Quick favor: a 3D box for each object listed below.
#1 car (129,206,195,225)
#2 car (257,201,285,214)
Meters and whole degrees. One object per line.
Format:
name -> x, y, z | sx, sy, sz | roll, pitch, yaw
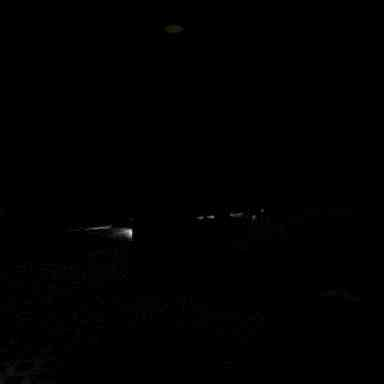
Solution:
car -> -1.871, 1.684, 23.049 | 2.033, 1.411, 5.357 | 1, 0, 36
car -> 9.069, 1.778, 38.057 | 2.128, 1.511, 4.902 | 1, 0, 36
